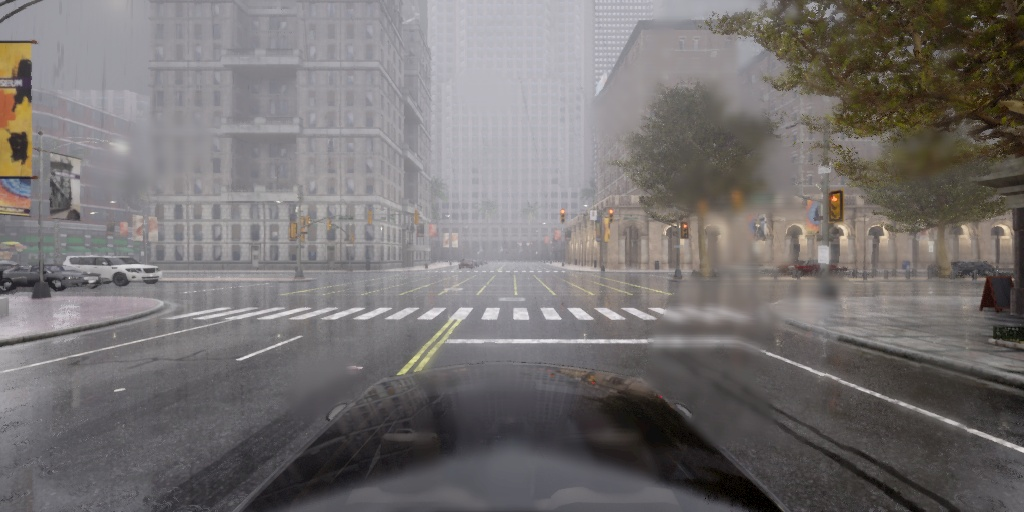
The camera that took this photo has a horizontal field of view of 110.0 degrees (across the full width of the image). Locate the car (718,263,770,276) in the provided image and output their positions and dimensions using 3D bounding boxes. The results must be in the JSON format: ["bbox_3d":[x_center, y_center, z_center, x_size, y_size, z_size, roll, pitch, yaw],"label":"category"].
[{"bbox_3d":[23.520,1.351,35.983,4.718,1.301,1.895,0,0,0],"label":"car"}]

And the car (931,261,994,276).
[{"bbox_3d":[44.983,1.255,35.863,4.892,1.490,1.837,0,0,0],"label":"car"}]

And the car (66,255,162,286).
[{"bbox_3d":[-27.388,0.971,24.552,5.566,2.045,2.150,0,0,2],"label":"car"}]

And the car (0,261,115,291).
[{"bbox_3d":[-27.067,1.241,21.036,4.902,1.511,2.128,0,0,0],"label":"car"}]

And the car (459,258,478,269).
[{"bbox_3d":[-7.120,1.102,56.621,2.097,1.767,4.553,0,0,0],"label":"car"}]

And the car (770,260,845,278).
[{"bbox_3d":[26.672,1.102,32.466,4.553,1.767,2.097,0,0,0],"label":"car"}]
